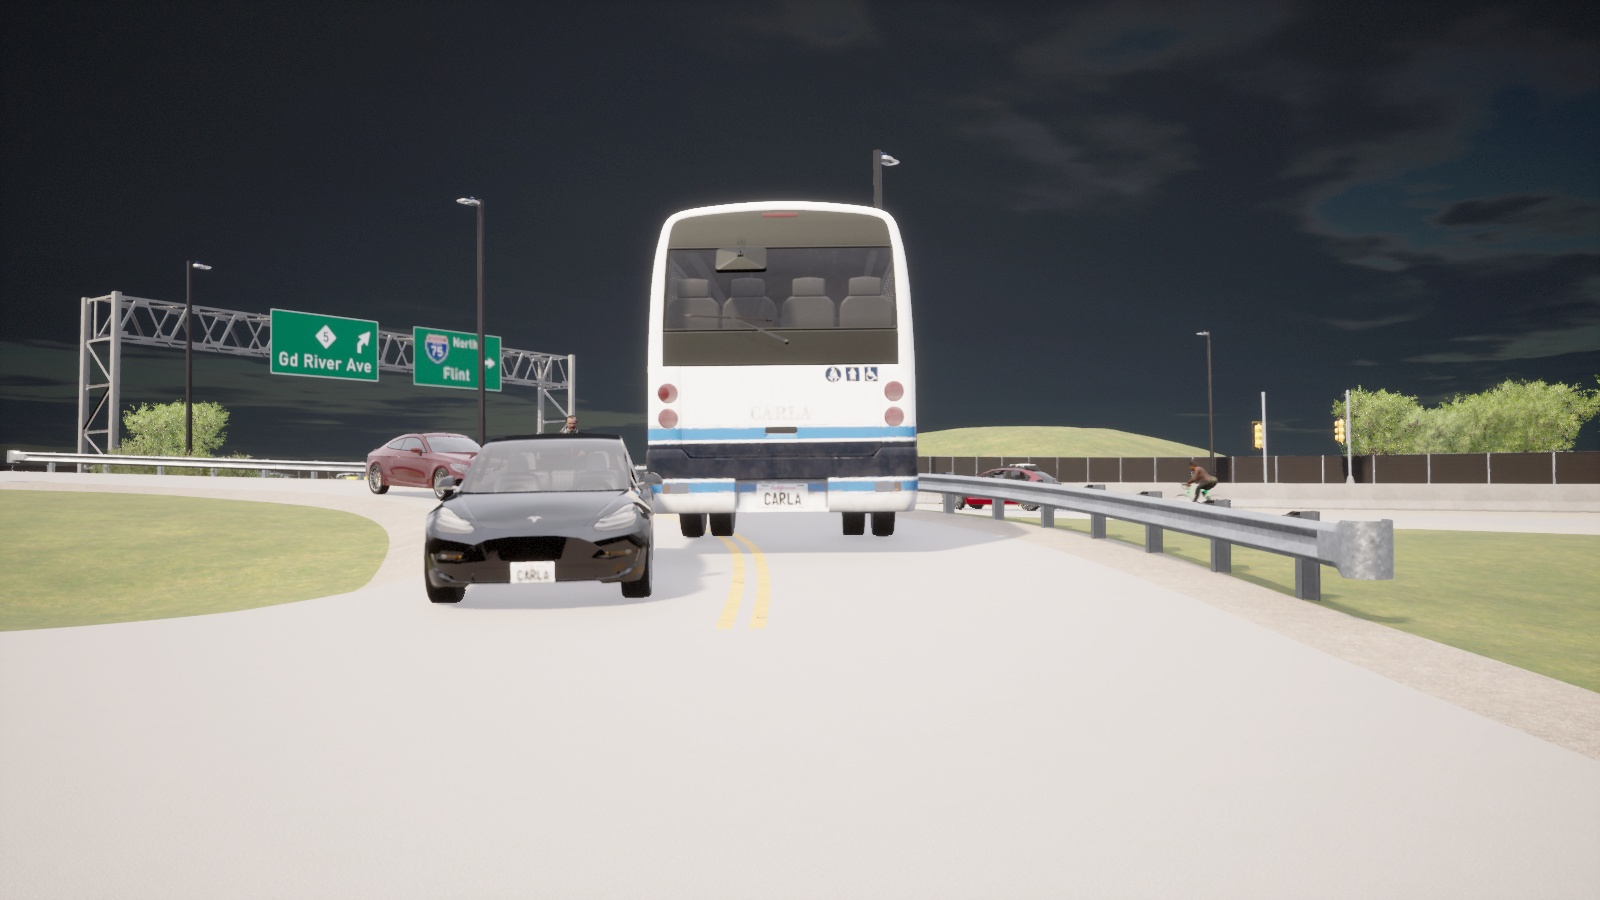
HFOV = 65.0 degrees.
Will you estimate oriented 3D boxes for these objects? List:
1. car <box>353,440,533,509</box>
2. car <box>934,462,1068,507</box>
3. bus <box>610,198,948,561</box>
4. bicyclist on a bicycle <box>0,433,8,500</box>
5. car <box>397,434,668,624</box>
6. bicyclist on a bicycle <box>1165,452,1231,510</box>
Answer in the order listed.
[{"bbox_3d":[-8.146,0.506,28.430,4.674,1.442,1.812,0,1,44],"label":"car"},{"bbox_3d":[6.949,1.211,43.575,4.193,1.474,1.816,-2,-2,35],"label":"car"},{"bbox_3d":[-0.180,-0.932,20.291,3.944,4.253,10.273,-2,1,1],"label":"bus"},{"bbox_3d":[-19.885,0.403,29.890,0.582,1.620,1.656,0,0,35],"label":"bicyclist on a bicycle"},{"bbox_3d":[-2.463,0.622,12.819,2.163,1.488,4.792,-2,1,-6],"label":"car"},{"bbox_3d":[11.468,0.902,36.185,1.656,1.620,0.582,-2,-2,35],"label":"bicyclist on a bicycle"}]
